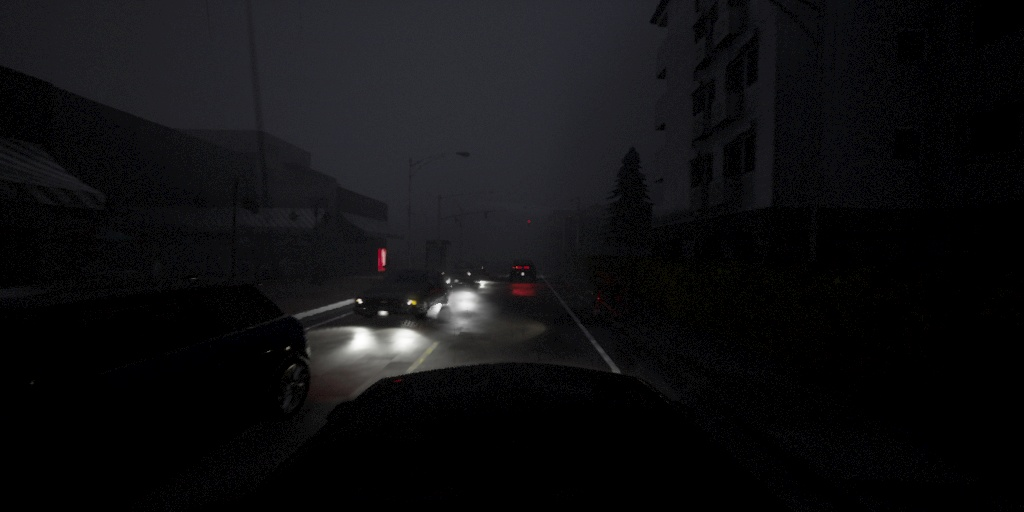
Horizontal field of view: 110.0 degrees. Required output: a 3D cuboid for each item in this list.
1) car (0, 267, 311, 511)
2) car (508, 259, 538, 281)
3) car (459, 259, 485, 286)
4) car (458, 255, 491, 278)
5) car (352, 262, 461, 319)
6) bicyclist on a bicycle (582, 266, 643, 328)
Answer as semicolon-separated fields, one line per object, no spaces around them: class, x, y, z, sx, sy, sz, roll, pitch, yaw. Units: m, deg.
car;-3.630;1.022;2.634;2.097;1.767;4.553;1;1;2
car;0.781;0.974;26.081;1.837;1.490;4.892;1;-1;1
car;-3.027;1.043;22.160;1.895;1.301;4.718;1;1;2
car;-2.769;0.821;27.780;1.812;1.442;4.674;1;1;2
car;-3.343;1.106;12.190;2.033;1.411;5.357;1;1;2
bicyclist on a bicycle;2.628;1.077;9.609;1.656;1.620;0.582;-8;0;2
